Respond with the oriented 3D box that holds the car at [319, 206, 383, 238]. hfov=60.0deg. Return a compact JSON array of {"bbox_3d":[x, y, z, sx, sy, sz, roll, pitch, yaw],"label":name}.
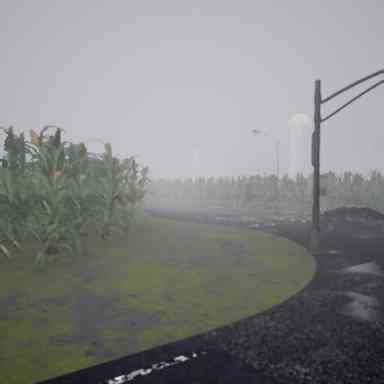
[{"bbox_3d":[8.618,1.468,16.837,1.812,1.442,4.674,2,-1,-38],"label":"car"}]
